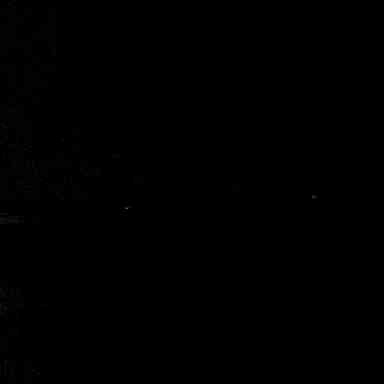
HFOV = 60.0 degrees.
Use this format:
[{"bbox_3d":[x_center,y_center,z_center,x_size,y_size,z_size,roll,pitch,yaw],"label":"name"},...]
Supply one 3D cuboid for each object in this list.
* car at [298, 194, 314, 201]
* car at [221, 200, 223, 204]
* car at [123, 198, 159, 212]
[{"bbox_3d":[28.746,1.318,85.152,2.097,1.767,4.553,0,0,36],"label":"car"},{"bbox_3d":[3.329,1.529,54.426,1.994,1.385,4.181,0,0,36],"label":"car"},{"bbox_3d":[-5.541,1.461,37.334,1.837,1.490,4.892,0,0,36],"label":"car"}]
